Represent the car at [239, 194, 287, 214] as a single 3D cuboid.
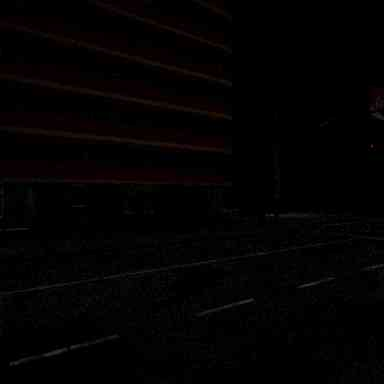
[{"bbox_3d":[7.583,1.223,36.145,2.150,2.045,5.566,0,0,-36],"label":"car"}]
